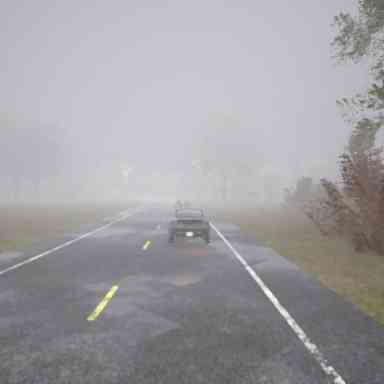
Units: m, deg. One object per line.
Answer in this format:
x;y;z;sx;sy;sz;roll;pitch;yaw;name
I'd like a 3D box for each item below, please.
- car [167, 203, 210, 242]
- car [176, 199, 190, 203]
-0.156;1.507;16.350;1.837;1.490;4.892;0;0;-1;car
-1.024;1.521;36.727;2.033;1.411;5.357;0;0;-3;car
